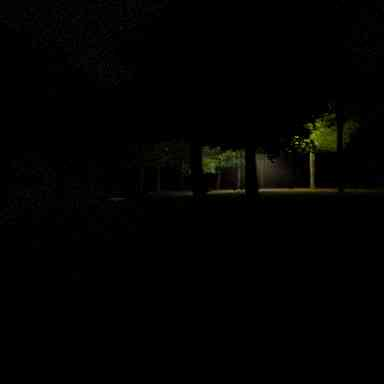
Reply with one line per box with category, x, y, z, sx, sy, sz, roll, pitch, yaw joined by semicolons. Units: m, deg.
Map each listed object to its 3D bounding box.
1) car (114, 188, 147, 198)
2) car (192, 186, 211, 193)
car;-9.180;0.150;50.313;2.033;1.411;5.357;-1;2;38
car;1.903;-0.443;64.569;1.994;1.385;4.181;-1;1;38
